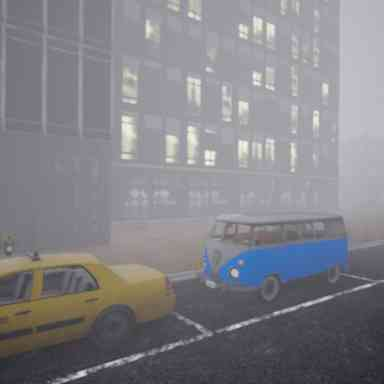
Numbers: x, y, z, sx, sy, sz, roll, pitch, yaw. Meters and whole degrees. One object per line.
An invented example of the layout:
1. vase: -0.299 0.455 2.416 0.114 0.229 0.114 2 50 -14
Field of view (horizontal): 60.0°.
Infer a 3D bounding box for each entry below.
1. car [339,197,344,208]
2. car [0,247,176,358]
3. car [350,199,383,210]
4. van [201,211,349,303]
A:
1. car: 19.835 1.410 48.540 1.967 1.590 4.097 2 0 -36
2. car: -2.548 1.529 4.737 4.829 1.417 1.752 0 0 -35
3. car: 23.115 1.621 44.067 1.802 1.307 4.206 2 0 -36
4. van: 2.102 1.381 8.050 3.998 1.788 1.690 0 0 -35
